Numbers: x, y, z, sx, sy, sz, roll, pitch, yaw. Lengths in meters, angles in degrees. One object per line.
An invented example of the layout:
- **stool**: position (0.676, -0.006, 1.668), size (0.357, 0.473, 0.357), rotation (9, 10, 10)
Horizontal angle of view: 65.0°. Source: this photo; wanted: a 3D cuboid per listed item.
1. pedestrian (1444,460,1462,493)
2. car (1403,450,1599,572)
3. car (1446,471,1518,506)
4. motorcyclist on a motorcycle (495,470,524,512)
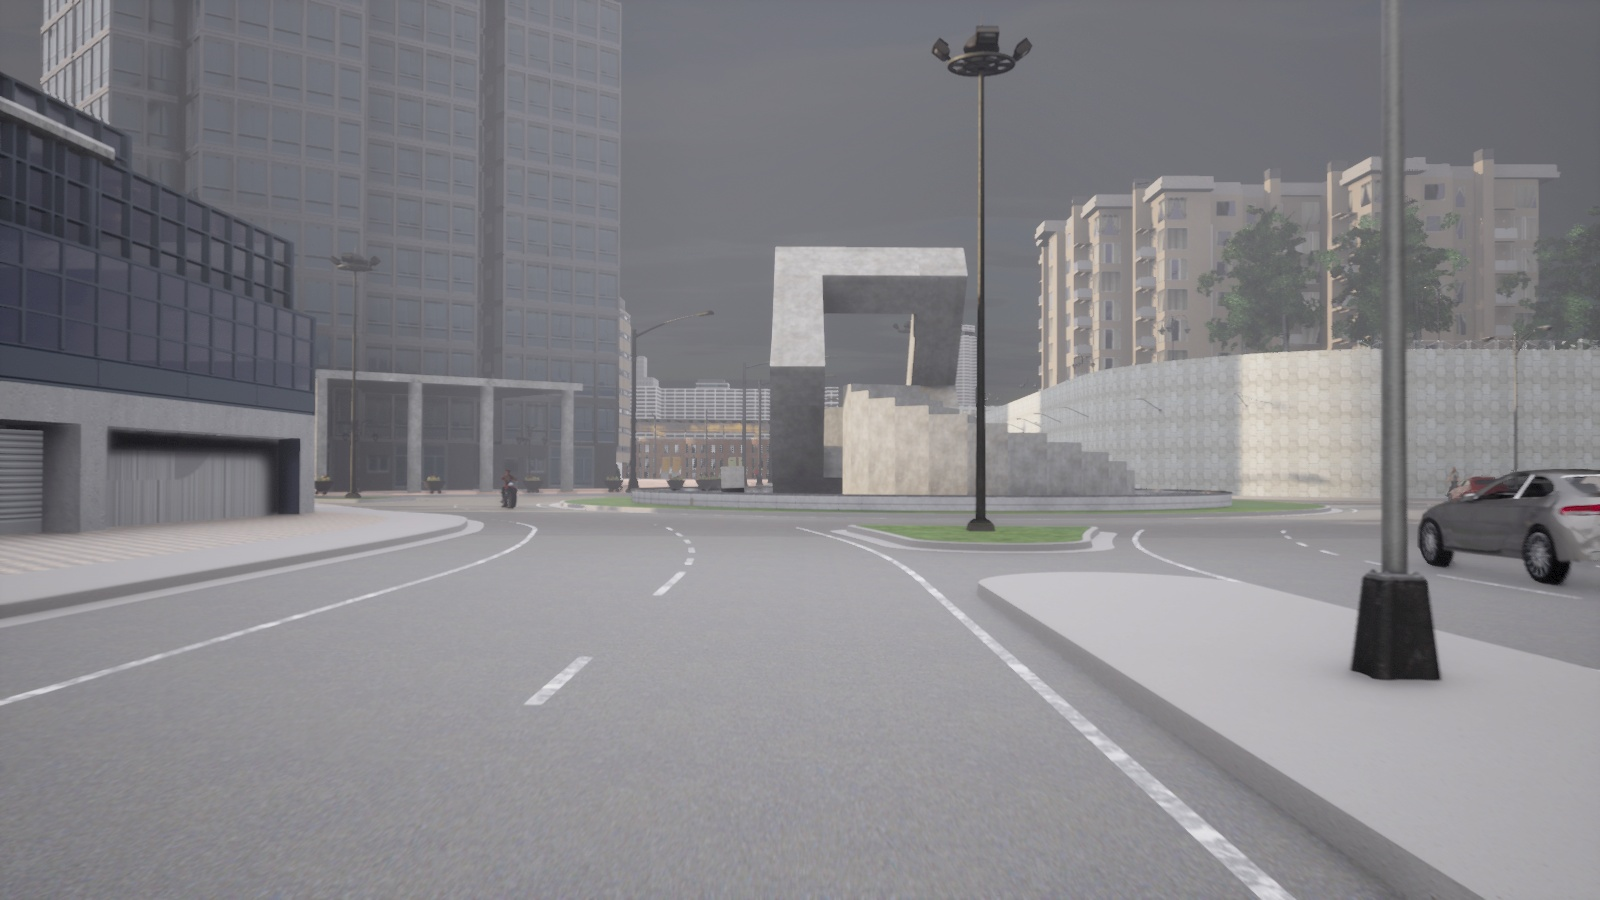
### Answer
- **pedestrian**: position (37.354, 1.510, 71.855), size (0.694, 1.848, 0.540), rotation (0, -1, -1)
- **car**: position (11.602, 0.870, 19.535), size (2.152, 1.651, 5.027), rotation (0, -1, 2)
- **car**: position (28.899, 1.608, 53.349), size (1.812, 1.442, 4.674), rotation (0, -1, 17)
- **motorcyclist on a motorcycle**: position (-11.797, 1.657, 51.009), size (0.766, 1.649, 2.350), rotation (1, -1, -22)
